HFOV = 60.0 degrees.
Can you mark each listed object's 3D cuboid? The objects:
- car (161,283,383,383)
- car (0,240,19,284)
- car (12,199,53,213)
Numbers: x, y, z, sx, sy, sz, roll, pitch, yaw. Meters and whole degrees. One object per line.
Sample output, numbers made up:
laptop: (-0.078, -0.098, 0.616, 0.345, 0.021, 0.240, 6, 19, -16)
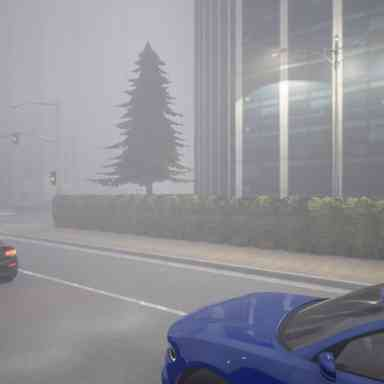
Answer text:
car: (1.994, 1.478, 2.571, 5.008, 1.535, 1.882, 0, 0, 36)
car: (-6.134, 1.526, 8.321, 4.674, 1.442, 1.812, 0, 0, 36)
car: (-17.157, 1.547, 37.407, 2.033, 1.411, 5.357, 0, 0, 36)
